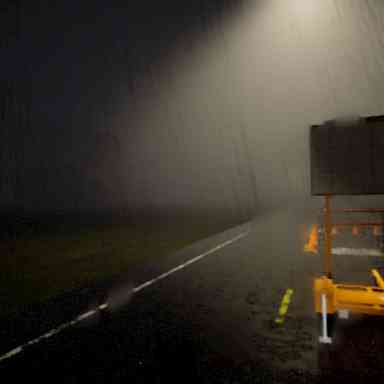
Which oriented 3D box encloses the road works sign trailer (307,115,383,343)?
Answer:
[{"bbox_3d":[3.413,0.445,5.958,2.380,3.560,2.880,-2,-1,22],"label":"road works sign trailer"}]
